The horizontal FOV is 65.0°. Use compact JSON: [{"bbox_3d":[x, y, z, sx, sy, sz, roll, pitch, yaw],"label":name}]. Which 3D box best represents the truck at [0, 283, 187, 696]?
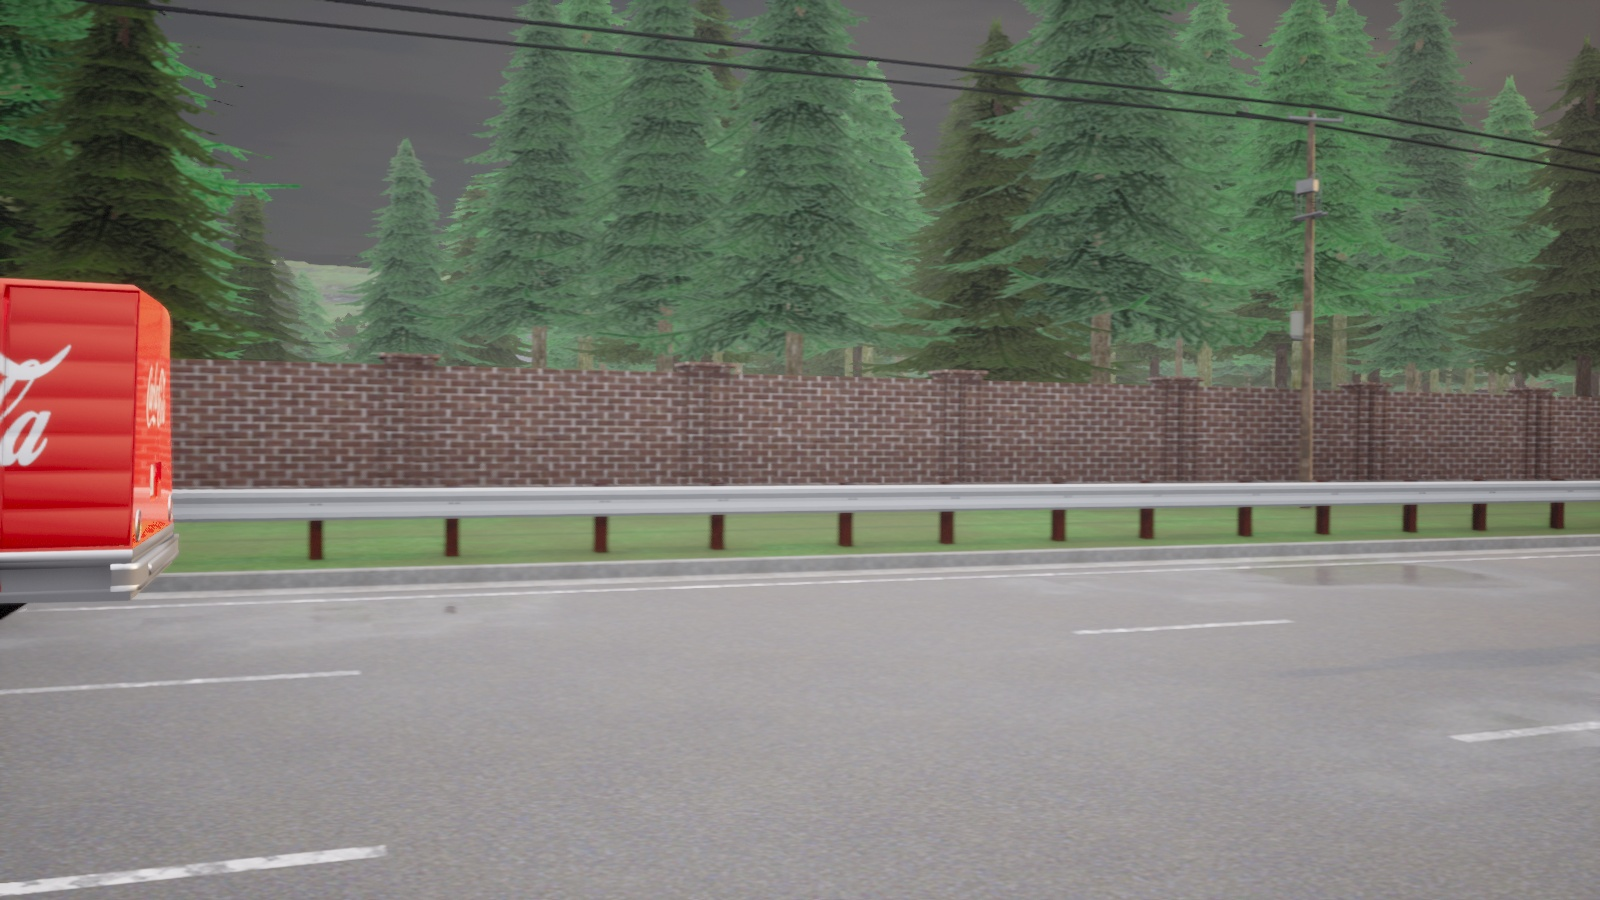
[{"bbox_3d":[-6.978,0.255,8.071,5.204,2.467,2.627,-1,1,-21],"label":"truck"}]
